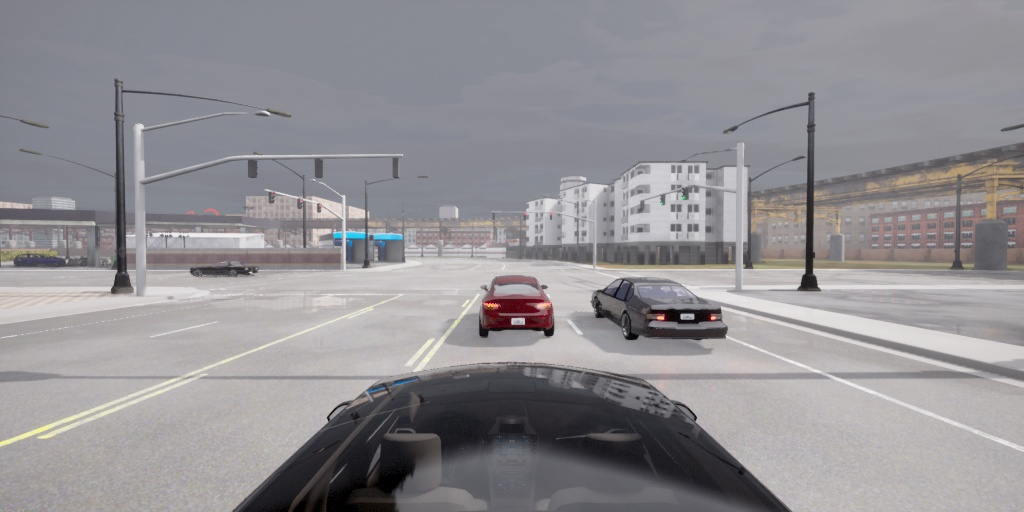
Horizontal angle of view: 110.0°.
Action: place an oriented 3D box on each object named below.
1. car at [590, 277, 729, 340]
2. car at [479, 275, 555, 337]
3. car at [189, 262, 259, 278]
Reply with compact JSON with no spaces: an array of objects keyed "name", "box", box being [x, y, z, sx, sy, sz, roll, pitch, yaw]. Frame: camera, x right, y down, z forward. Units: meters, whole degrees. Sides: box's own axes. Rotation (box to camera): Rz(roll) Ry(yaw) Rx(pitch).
[{"name":"car","box":[3.588,1.282,9.852,2.033,1.411,5.357,0,0,0]},{"name":"car","box":[0.077,1.256,10.139,1.812,1.442,4.674,0,0,-1]},{"name":"car","box":[-24.487,1.131,30.533,4.718,1.301,1.895,0,1,-1]}]
